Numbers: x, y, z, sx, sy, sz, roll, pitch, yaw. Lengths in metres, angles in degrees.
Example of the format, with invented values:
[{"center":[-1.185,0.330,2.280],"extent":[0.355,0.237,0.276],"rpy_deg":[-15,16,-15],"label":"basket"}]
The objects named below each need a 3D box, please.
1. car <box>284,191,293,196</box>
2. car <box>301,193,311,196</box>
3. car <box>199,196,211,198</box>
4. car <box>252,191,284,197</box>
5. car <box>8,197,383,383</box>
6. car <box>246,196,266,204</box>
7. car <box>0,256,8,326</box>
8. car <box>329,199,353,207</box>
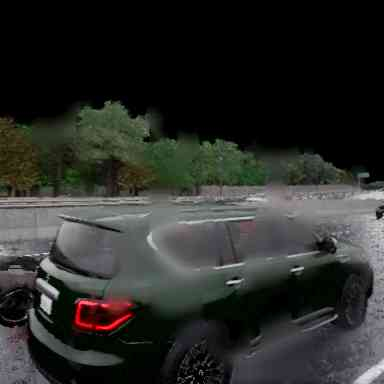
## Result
[{"center":[20.649,0.916,74.103],"extent":[2.150,2.045,5.566],"rpy_deg":[1,1,35],"label":"car"},{"center":[29.931,0.989,86.809],"extent":[1.994,1.385,4.181],"rpy_deg":[1,2,37],"label":"car"},{"center":[1.889,1.353,47.388],"extent":[2.128,1.511,4.902],"rpy_deg":[1,0,38],"label":"car"},{"center":[9.383,1.171,44.282],"extent":[5.566,2.045,2.150],"rpy_deg":[1,0,-39],"label":"car"},{"center":[0.608,1.202,5.021],"extent":[5.566,2.045,2.150],"rpy_deg":[0,0,-40],"label":"car"},{"center":[11.794,1.398,61.230],"extent":[1.994,1.385,4.181],"rpy_deg":[1,1,34],"label":"car"},{"center":[-4.675,1.502,5.056],"extent":[5.357,1.411,2.033],"rpy_deg":[0,0,-40],"label":"car"},{"center":[25.983,1.862,57.970],"extent":[4.718,1.301,1.895],"rpy_deg":[1,0,-40],"label":"car"}]
